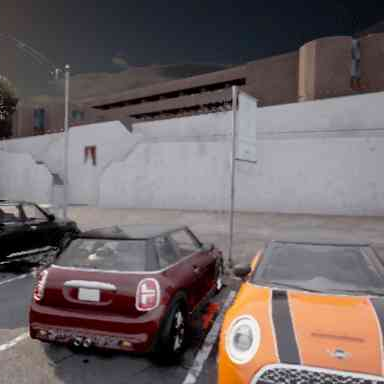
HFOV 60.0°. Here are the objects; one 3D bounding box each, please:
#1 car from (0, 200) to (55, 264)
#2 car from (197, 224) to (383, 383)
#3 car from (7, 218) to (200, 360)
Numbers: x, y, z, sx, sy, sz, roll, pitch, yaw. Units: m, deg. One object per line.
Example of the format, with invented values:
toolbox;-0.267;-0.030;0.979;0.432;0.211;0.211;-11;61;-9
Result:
car;-5.623;1.240;9.843;2.435;2.045;5.566;0;-1;16
car;1.718;1.361;4.615;2.185;1.767;4.553;1;-1;15
car;-0.750;1.359;6.297;2.185;1.767;4.553;0;-1;15
